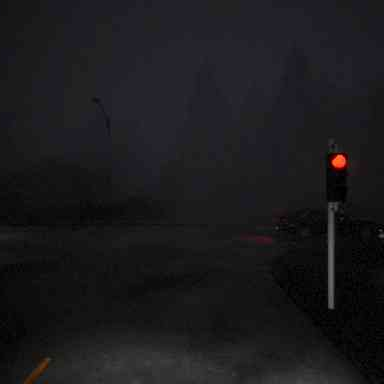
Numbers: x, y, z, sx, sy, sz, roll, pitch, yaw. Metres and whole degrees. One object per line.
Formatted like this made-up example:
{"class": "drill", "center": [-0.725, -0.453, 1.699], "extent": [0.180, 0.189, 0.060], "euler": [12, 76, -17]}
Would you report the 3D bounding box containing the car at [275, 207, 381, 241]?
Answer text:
{"class": "car", "center": [6.577, 1.505, 16.263], "extent": [4.892, 1.490, 1.837], "euler": [0, 0, 0]}
